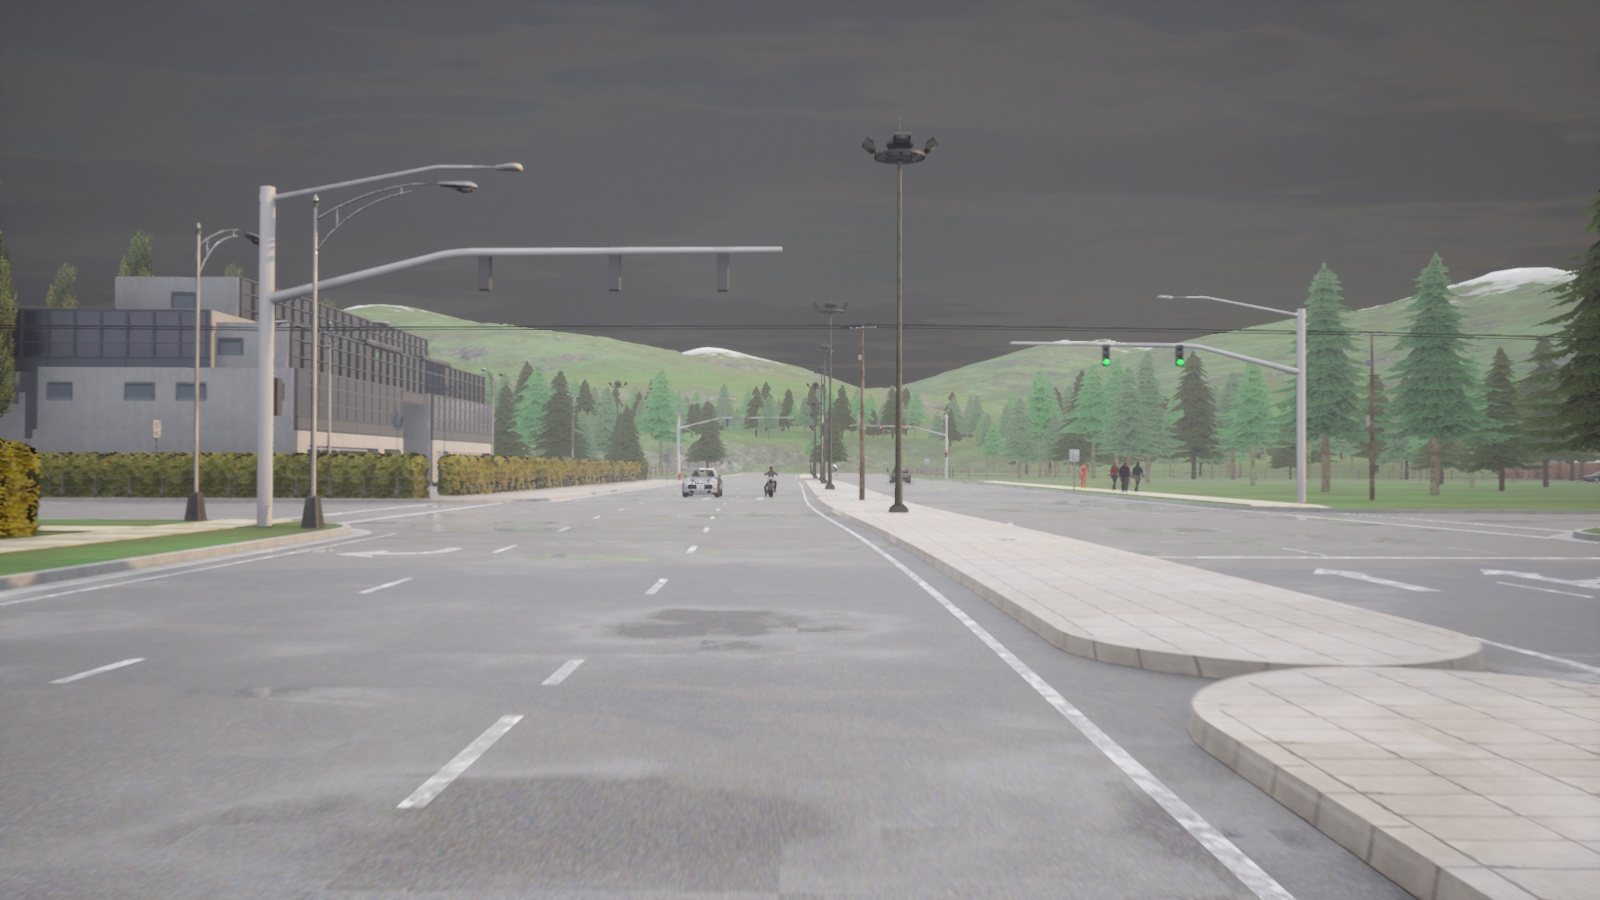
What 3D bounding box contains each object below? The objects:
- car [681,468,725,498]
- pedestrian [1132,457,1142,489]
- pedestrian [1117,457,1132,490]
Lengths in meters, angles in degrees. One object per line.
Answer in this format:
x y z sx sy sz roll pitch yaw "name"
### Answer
-4.975 1.671 64.842 1.970 1.475 3.806 0 -1 0 "car"
19.442 1.351 72.544 0.370 1.835 0.726 0 -1 1 "pedestrian"
18.579 1.345 71.839 0.634 1.844 0.899 0 -1 0 "pedestrian"
